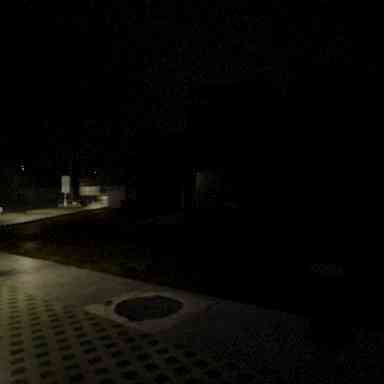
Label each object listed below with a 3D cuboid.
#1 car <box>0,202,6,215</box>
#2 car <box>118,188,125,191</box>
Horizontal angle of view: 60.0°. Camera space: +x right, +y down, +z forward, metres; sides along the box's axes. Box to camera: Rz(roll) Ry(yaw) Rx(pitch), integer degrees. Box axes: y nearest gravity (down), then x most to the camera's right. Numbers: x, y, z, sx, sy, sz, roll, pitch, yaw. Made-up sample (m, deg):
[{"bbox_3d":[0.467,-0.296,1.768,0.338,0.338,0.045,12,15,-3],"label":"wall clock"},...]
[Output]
[{"bbox_3d":[-16.125,1.072,24.508,1.882,1.535,5.008,1,3,12],"label":"car"},{"bbox_3d":[-10.679,0.062,53.700,1.812,1.442,4.674,1,2,11],"label":"car"}]
